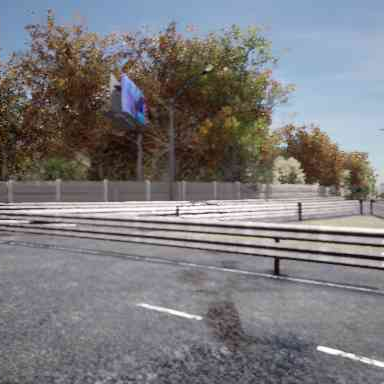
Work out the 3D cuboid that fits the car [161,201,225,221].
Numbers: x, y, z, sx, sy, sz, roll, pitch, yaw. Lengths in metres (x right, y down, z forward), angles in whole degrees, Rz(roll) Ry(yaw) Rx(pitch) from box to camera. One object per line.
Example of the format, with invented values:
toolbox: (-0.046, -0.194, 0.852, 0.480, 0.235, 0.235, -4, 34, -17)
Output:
car: (0.123, 1.429, 24.469, 4.902, 1.511, 2.128, 0, 0, -26)
